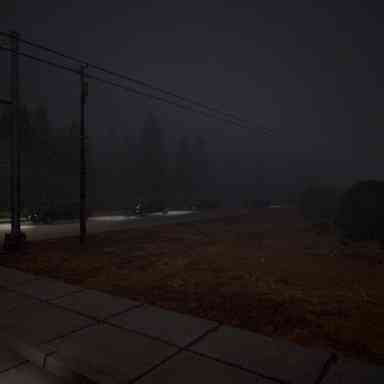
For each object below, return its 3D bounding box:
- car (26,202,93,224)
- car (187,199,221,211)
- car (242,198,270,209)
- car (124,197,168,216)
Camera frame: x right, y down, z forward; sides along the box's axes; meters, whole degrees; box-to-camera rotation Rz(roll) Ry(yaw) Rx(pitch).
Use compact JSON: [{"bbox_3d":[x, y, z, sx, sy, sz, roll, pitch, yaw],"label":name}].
[{"bbox_3d":[-9.766,1.513,24.833,1.837,1.490,4.892,0,0,37],"label":"car"},{"bbox_3d":[1.490,1.509,39.995,1.895,1.301,4.718,0,0,37],"label":"car"},{"bbox_3d":[8.363,1.465,43.073,1.895,1.301,4.718,0,0,37],"label":"car"},{"bbox_3d":[-4.360,1.312,32.122,2.097,1.767,4.553,0,0,37],"label":"car"}]
